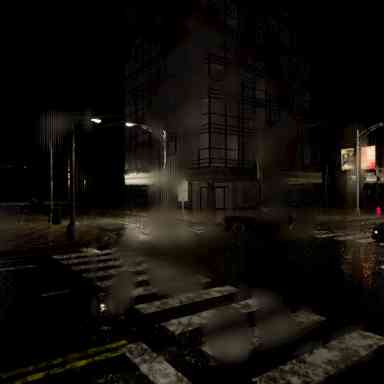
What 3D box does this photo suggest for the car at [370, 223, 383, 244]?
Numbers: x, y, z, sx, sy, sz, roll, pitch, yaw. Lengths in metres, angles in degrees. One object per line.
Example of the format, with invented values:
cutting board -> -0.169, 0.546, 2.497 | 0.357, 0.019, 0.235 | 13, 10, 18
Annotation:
car -> 10.152, 1.550, 14.833 | 5.357, 1.411, 2.033 | 0, 0, -35

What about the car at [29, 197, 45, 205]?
car -> -28.699, 1.691, 61.445 | 2.033, 1.411, 5.357 | 0, 0, -36

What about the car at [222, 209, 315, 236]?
car -> 3.992, 1.602, 17.988 | 4.718, 1.301, 1.895 | 0, 0, 3
